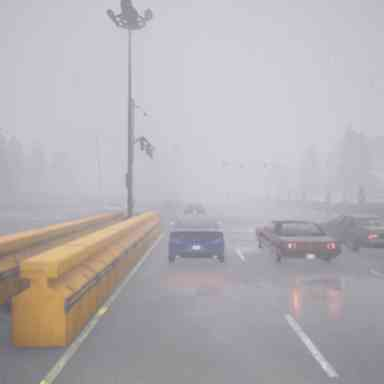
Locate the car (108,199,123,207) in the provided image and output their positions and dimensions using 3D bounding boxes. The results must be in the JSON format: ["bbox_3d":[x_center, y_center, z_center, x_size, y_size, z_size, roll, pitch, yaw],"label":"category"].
[{"bbox_3d":[-13.714,1.987,60.049,1.812,1.442,4.674,0,0,1],"label":"car"}]

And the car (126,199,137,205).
[{"bbox_3d":[-13.596,2.170,74.876,1.895,1.301,4.718,0,0,0],"label":"car"}]

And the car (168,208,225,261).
[{"bbox_3d":[0.156,1.577,12.700,1.882,1.535,5.008,0,-1,0],"label":"car"}]

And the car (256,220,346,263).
[{"bbox_3d":[3.654,1.697,12.421,1.895,1.301,4.718,0,0,0],"label":"car"}]

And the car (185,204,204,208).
[{"bbox_3d":[0.266,1.815,32.637,1.994,1.385,4.181,0,0,0],"label":"car"}]

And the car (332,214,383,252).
[{"bbox_3d":[7.164,1.660,14.445,2.033,1.411,5.357,0,0,0],"label":"car"}]
